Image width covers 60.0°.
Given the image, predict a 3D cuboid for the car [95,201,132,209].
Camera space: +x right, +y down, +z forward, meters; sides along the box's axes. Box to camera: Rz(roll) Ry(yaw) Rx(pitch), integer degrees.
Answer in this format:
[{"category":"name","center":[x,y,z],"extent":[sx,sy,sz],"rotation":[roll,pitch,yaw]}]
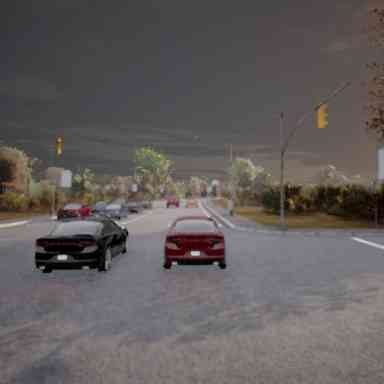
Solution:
[{"category":"car","center":[-7.101,1.799,30.638],"extent":[1.812,1.442,4.674],"rotation":[0,-1,0]}]

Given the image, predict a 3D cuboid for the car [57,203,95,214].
[{"category":"car","center":[-10.596,1.747,30.257],"extent":[1.882,1.535,5.008],"rotation":[0,-1,0]}]

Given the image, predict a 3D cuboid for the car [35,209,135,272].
[{"category":"car","center":[-3.405,1.578,11.202],"extent":[1.882,1.535,5.008],"rotation":[0,0,0]}]

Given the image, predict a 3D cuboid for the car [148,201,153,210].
[{"category":"car","center":[-7.021,2.001,50.887],"extent":[2.033,1.411,5.357],"rotation":[0,-1,0]}]

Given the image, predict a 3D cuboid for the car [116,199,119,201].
[{"category":"car","center":[-10.558,1.858,39.674],"extent":[1.837,1.490,4.892],"rotation":[0,-1,1]}]

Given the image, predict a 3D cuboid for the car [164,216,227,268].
[{"category":"car","center":[0.094,1.584,11.781],"extent":[1.882,1.535,5.008],"rotation":[0,0,0]}]

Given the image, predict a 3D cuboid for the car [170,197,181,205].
[{"category":"car","center":[-3.485,1.961,71.003],"extent":[1.882,1.535,5.008],"rotation":[0,-1,1]}]

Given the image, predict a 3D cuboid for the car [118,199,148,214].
[{"category":"car","center":[-7.056,1.906,40.229],"extent":[2.033,1.411,5.357],"rotation":[0,-1,0]}]

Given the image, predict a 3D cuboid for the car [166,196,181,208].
[{"category":"car","center":[-3.521,1.762,60.626],"extent":[2.150,2.045,5.566],"rotation":[0,-1,0]}]

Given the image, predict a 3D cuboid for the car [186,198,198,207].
[{"category":"car","center":[-0.020,1.896,60.983],"extent":[2.097,1.767,4.553],"rotation":[0,-1,0]}]

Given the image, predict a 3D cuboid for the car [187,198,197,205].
[{"category":"car","center":[0.015,1.961,70.983],"extent":[1.882,1.535,5.008],"rotation":[0,-1,1]}]
